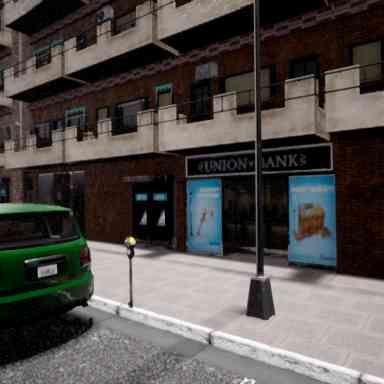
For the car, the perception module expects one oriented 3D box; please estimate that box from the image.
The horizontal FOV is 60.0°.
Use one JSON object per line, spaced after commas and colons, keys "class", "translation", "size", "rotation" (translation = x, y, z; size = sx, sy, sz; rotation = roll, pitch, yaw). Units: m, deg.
{"class": "car", "translation": [-4.247, 1.227, 6.360], "size": [5.566, 2.045, 2.150], "rotation": [0, 0, 36]}
